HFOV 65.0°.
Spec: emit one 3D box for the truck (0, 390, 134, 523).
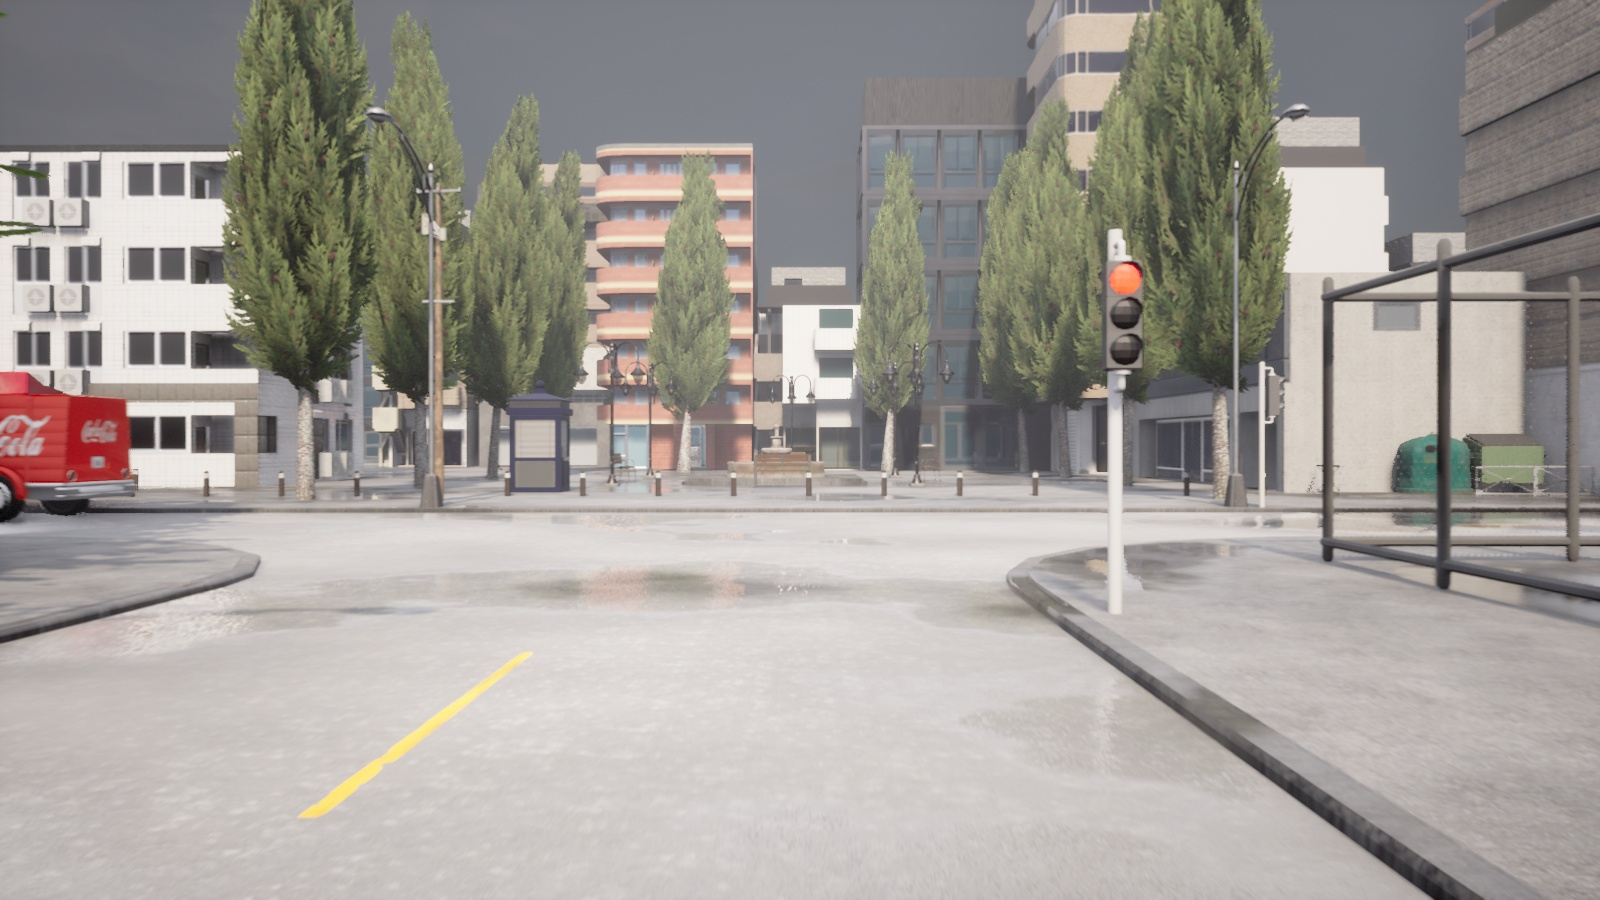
[{"bbox_3d":[-16.415,0.107,24.715,5.204,2.467,2.627,0,0,1],"label":"truck"}]
